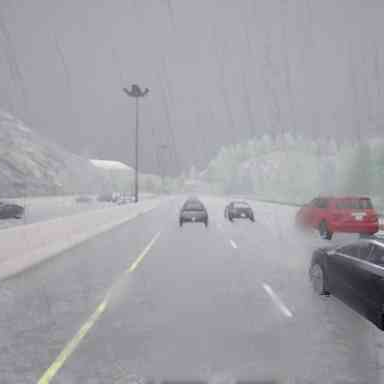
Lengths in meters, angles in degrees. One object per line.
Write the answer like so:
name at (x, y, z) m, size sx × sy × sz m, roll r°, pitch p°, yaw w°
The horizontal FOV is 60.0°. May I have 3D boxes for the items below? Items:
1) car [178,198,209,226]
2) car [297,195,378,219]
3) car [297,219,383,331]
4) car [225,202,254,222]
car at (0.103, 1.439, 22.639) m, size 2.128 × 1.511 × 4.902 m, roll 0°, pitch 0°, yaw 0°
car at (7.115, 1.183, 16.818) m, size 2.150 × 2.045 × 5.566 m, roll 0°, pitch 0°, yaw 0°
car at (3.602, 1.479, 5.693) m, size 2.128 × 1.511 × 4.902 m, roll 0°, pitch 0°, yaw 0°
car at (3.604, 1.467, 25.732) m, size 1.812 × 1.442 × 4.674 m, roll 0°, pitch 0°, yaw 0°
